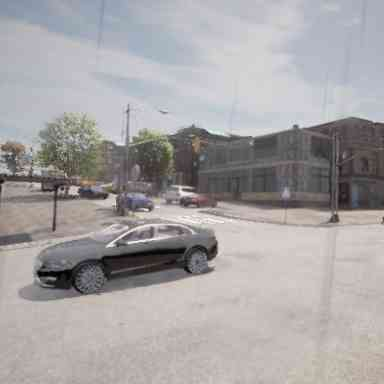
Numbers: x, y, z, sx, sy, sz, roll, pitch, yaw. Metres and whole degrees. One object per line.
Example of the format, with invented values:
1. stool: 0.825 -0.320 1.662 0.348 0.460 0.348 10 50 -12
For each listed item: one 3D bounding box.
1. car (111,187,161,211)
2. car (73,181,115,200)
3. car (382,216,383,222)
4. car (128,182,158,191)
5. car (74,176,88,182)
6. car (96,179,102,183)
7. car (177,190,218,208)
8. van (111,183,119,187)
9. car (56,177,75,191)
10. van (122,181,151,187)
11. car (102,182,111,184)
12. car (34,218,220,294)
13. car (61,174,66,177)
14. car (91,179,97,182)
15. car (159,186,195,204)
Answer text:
1. car: -4.837 0.705 28.062 1.812 1.442 4.674 3 2 -35
2. car: -10.829 -0.023 36.457 2.033 1.411 5.357 3 2 -37
3. car: 18.082 1.937 26.781 4.792 1.488 2.163 -2 -2 40
4. car: -5.939 -0.005 45.026 2.231 1.521 4.892 6 2 35
5. car: -19.651 -1.748 64.948 1.946 1.575 5.366 6 2 34
6. car: -12.819 -0.837 54.943 2.002 1.452 4.674 6 2 35
7. car: 0.947 0.905 35.135 2.002 1.452 4.674 6 2 35
8. van: -9.421 -0.669 49.881 1.878 1.987 4.442 6 2 35
9. car: -18.751 -1.003 47.663 1.994 1.385 4.181 3 2 -35
10. van: -7.695 -0.451 47.401 1.878 1.987 4.442 6 2 35
11. car: -10.991 -0.657 52.615 1.946 1.575 5.366 6 2 35
12. car: -1.521 1.510 8.902 4.902 1.511 2.128 -1 1 -33
13. car: -26.784 -2.723 74.525 2.435 2.045 5.566 0 -3 35
14. car: -14.557 -1.056 57.413 2.002 1.452 4.674 6 2 35
15. car: -0.740 0.397 37.622 2.435 2.045 5.566 6 2 35
